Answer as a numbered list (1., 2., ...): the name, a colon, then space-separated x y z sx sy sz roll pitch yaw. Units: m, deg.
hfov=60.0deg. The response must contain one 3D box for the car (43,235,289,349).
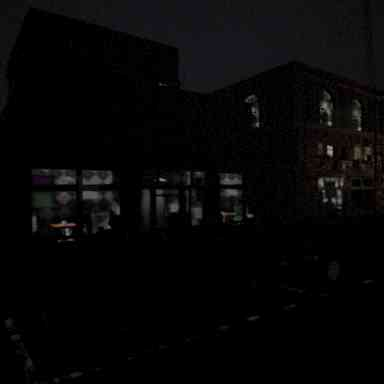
1. car: -0.425 1.551 6.263 4.313 1.339 1.947 0 0 -36

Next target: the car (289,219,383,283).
1. car: 4.085 1.504 9.487 4.507 1.381 1.887 0 0 -36
